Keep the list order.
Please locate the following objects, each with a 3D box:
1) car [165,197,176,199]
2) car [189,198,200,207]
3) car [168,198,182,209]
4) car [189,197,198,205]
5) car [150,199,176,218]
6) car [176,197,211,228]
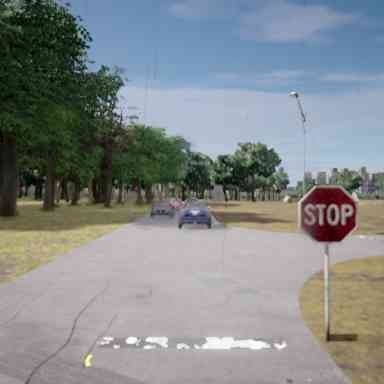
[{"bbox_3d":[-2.661,1.492,41.342,2.097,1.767,4.553,0,0,0],"label":"car"},{"bbox_3d":[0.347,1.768,57.892,1.837,1.490,4.892,0,-1,0],"label":"car"},{"bbox_3d":[-2.598,1.721,51.716,1.837,1.490,4.892,0,0,0],"label":"car"},{"bbox_3d":[0.300,1.899,70.966,1.837,1.490,4.892,0,-1,0],"label":"car"},{"bbox_3d":[-2.702,1.642,31.348,1.994,1.385,4.181,0,0,2],"label":"car"},{"bbox_3d":[0.199,1.392,22.885,2.097,1.767,4.553,0,0,0],"label":"car"}]
